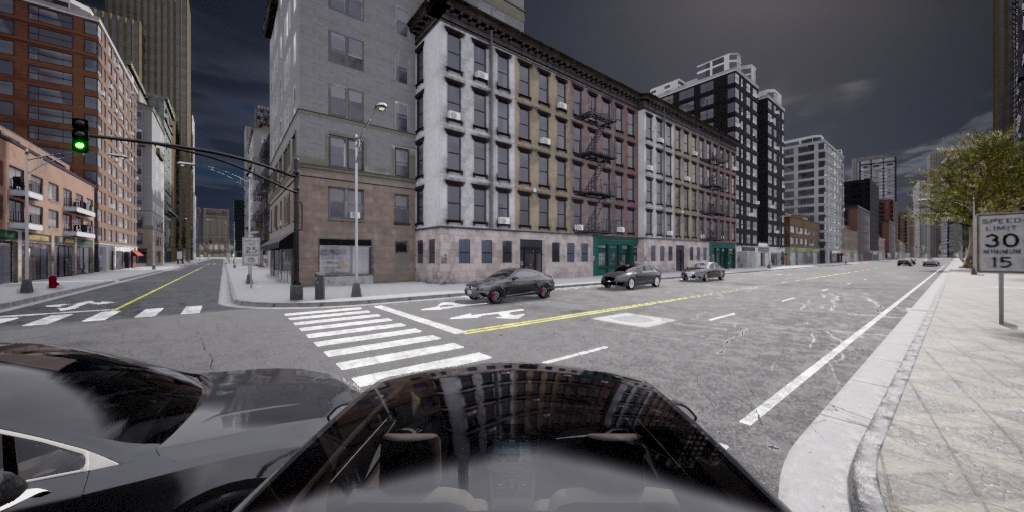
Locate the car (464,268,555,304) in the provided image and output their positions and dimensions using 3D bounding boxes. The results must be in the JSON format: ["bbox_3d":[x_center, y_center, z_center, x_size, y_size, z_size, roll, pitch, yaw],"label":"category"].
[{"bbox_3d":[0.000,1.287,16.775,4.674,1.442,1.812,0,0,-39],"label":"car"}]

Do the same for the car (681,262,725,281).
[{"bbox_3d":[15.731,1.236,29.434,4.902,1.511,2.128,0,0,-39],"label":"car"}]

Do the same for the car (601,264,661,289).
[{"bbox_3d":[7.706,1.259,22.982,4.892,1.490,1.837,0,0,-39],"label":"car"}]

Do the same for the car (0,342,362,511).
[{"bbox_3d":[-3.218,1.257,1.811,4.892,1.490,1.837,0,0,-34],"label":"car"}]
